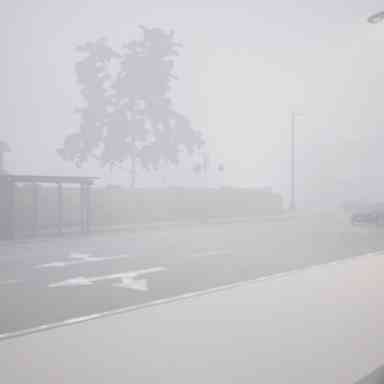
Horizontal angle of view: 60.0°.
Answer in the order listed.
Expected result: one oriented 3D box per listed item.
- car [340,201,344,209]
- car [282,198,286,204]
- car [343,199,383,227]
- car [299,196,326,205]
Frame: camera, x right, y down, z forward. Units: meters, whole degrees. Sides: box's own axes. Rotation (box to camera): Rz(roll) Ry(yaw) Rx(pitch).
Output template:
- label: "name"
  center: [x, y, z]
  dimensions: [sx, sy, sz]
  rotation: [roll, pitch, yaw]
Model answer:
- label: "car"
  center: [18.194, 1.447, 35.066]
  dimensions: [2.128, 1.511, 4.902]
  rotation: [0, 0, -35]
- label: "car"
  center: [14.327, 1.396, 59.010]
  dimensions: [1.882, 1.535, 5.008]
  rotation: [0, 0, -35]
- label: "car"
  center: [12.834, 1.448, 22.704]
  dimensions: [5.008, 1.535, 1.882]
  rotation: [0, 0, -33]
- label: "car"
  center: [20.409, 1.461, 56.491]
  dimensions: [1.812, 1.442, 4.674]
  rotation: [0, 0, -35]
